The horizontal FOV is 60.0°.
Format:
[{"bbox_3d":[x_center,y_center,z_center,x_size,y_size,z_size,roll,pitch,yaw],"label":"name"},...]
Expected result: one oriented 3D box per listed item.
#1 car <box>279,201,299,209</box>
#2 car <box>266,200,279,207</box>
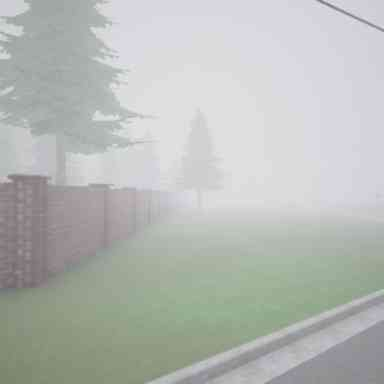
[{"bbox_3d":[18.054,2.314,61.154,1.994,1.385,4.181,0,-1,-4],"label":"car"},{"bbox_3d":[17.319,2.385,71.052,1.994,1.385,4.181,0,-1,-4],"label":"car"}]
